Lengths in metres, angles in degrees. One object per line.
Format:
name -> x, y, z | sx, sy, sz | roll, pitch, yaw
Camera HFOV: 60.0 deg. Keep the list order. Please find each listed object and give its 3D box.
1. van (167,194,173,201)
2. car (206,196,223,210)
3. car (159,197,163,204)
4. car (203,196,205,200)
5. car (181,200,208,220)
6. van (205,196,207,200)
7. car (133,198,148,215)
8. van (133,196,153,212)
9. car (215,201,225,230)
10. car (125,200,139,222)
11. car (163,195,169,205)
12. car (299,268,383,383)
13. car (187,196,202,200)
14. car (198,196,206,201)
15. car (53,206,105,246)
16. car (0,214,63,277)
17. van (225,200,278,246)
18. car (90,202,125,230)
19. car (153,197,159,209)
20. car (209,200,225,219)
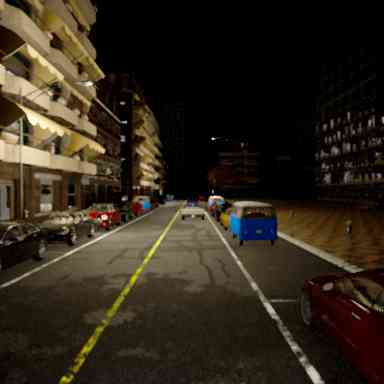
van -> -5.744, 1.467, 86.999 | 1.690, 1.788, 3.998 | 0, 0, 0
car -> 2.667, 1.467, 31.737 | 1.967, 1.590, 4.097 | 0, 0, 0
car -> -5.721, 1.632, 48.312 | 1.802, 1.307, 4.206 | 0, 0, 0
car -> 2.661, 1.567, 42.960 | 1.752, 1.417, 4.829 | 0, 0, 0
car -> 0.086, 1.624, 28.593 | 1.895, 1.301, 4.718 | 0, 0, 0
van -> 2.663, 1.375, 37.265 | 1.690, 1.788, 3.998 | 0, 0, 0
car -> -5.713, 1.572, 31.733 | 1.887, 1.381, 4.507 | 0, 0, 0
van -> -5.717, 1.375, 37.260 | 1.690, 1.788, 3.998 | 0, 0, 0
car -> 2.673, 1.540, 20.853 | 1.752, 1.417, 4.829 | 0, 0, 0
car -> -5.709, 1.586, 26.206 | 1.947, 1.339, 4.313 | 0, 0, 0
car -> -5.727, 1.634, 59.365 | 1.947, 1.339, 4.313 | 0, 0, 0
car -> 2.682, 1.584, 4.103 | 1.802, 1.307, 4.206 | 0, 0, 0
car -> 0.078, 1.524, 45.748 | 1.882, 1.535, 5.008 | 0, 0, 0
car -> 2.638, 1.670, 87.002 | 1.887, 1.381, 4.507 | 0, 0, 0
car -> -5.703, 1.560, 15.153 | 2.008, 1.369, 4.403 | 0, 0, 0
car -> -5.700, 1.556, 9.627 | 2.008, 1.369, 4.403 | 0, 0, 0
van -> 2.675, 1.350, 15.157 | 1.690, 1.788, 3.998 | 0, 0, 0
car -> -5.707, 1.455, 20.679 | 1.967, 1.590, 4.097 | 0, 0, 0
car -> -5.719, 1.624, 42.786 | 1.802, 1.307, 4.206 | 0, 0, 0
car -> 2.671, 1.586, 26.210 | 1.947, 1.339, 4.313 | 0, 0, 0
